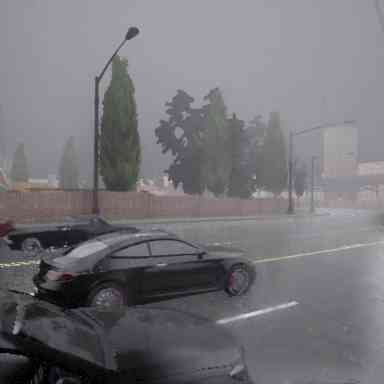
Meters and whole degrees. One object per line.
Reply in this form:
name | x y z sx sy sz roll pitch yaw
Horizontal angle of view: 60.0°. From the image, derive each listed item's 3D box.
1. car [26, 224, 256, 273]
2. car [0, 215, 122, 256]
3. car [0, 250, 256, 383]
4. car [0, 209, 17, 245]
car | -0.781 1.529 7.049 4.674 1.442 1.812 0 0 -31
car | -4.695 1.601 13.044 4.718 1.301 1.895 0 0 -32
car | -1.668 1.525 2.473 4.674 1.442 1.812 0 0 -30
car | -10.035 1.529 14.003 4.674 1.442 1.812 0 0 -29
